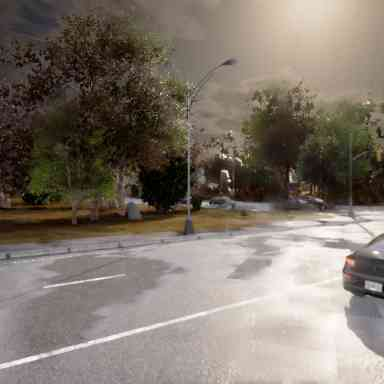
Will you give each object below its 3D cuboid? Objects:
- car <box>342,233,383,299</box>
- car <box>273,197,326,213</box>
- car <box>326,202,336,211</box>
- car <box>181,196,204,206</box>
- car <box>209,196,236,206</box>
[{"bbox_3d":[5.138,1.515,7.265,4.674,1.442,1.812,0,0,-35],"label":"car"},{"bbox_3d":[11.469,1.455,36.591,2.033,1.411,5.357,0,0,-38],"label":"car"},{"bbox_3d":[14.186,1.372,38.801,1.882,1.535,5.008,0,0,-38],"label":"car"},{"bbox_3d":[-0.212,1.416,51.797,1.837,1.490,4.892,0,0,-37],"label":"car"},{"bbox_3d":[4.707,1.388,51.136,2.128,1.511,4.902,0,0,-38],"label":"car"}]
